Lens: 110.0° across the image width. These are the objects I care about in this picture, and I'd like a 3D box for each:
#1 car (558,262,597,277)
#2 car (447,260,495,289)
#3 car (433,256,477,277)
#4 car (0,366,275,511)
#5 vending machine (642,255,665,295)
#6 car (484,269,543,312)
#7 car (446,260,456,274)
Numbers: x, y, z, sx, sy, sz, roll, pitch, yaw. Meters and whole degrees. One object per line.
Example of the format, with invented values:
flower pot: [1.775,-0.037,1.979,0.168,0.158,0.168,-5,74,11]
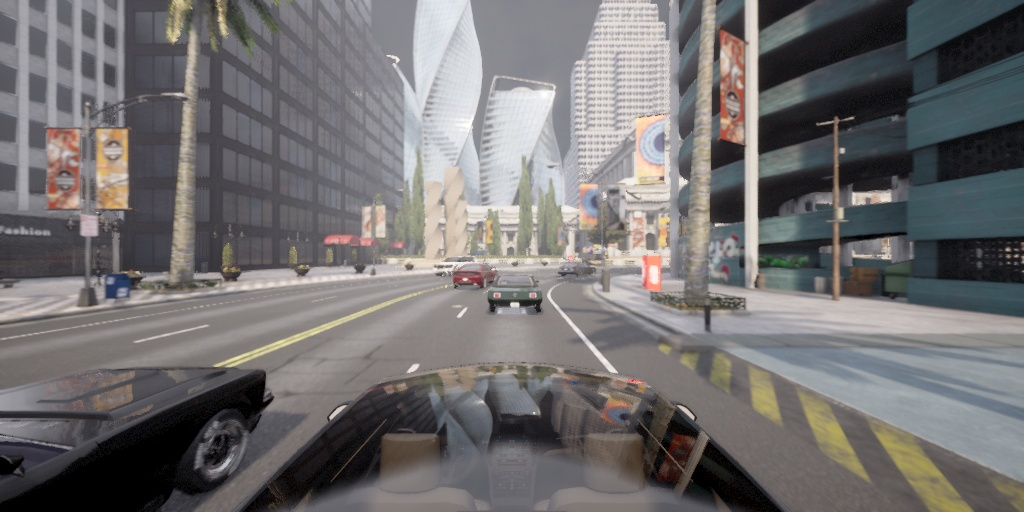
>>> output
car: [6.416,1.299,35.016,2.033,1.411,5.357,0,0,36]
car: [-2.269,1.229,23.499,1.882,1.535,5.008,0,0,11]
car: [-5.450,0.973,35.690,2.150,2.045,5.566,0,0,28]
car: [-3.399,1.351,1.572,1.895,1.301,4.718,0,0,0]
vending machine: [7.805,0.946,20.050,1.100,2.100,0.880,0,0,10]
car: [0.156,1.351,14.273,1.895,1.301,4.718,0,0,1]
car: [-3.324,1.299,32.283,2.033,1.411,5.357,0,0,24]
